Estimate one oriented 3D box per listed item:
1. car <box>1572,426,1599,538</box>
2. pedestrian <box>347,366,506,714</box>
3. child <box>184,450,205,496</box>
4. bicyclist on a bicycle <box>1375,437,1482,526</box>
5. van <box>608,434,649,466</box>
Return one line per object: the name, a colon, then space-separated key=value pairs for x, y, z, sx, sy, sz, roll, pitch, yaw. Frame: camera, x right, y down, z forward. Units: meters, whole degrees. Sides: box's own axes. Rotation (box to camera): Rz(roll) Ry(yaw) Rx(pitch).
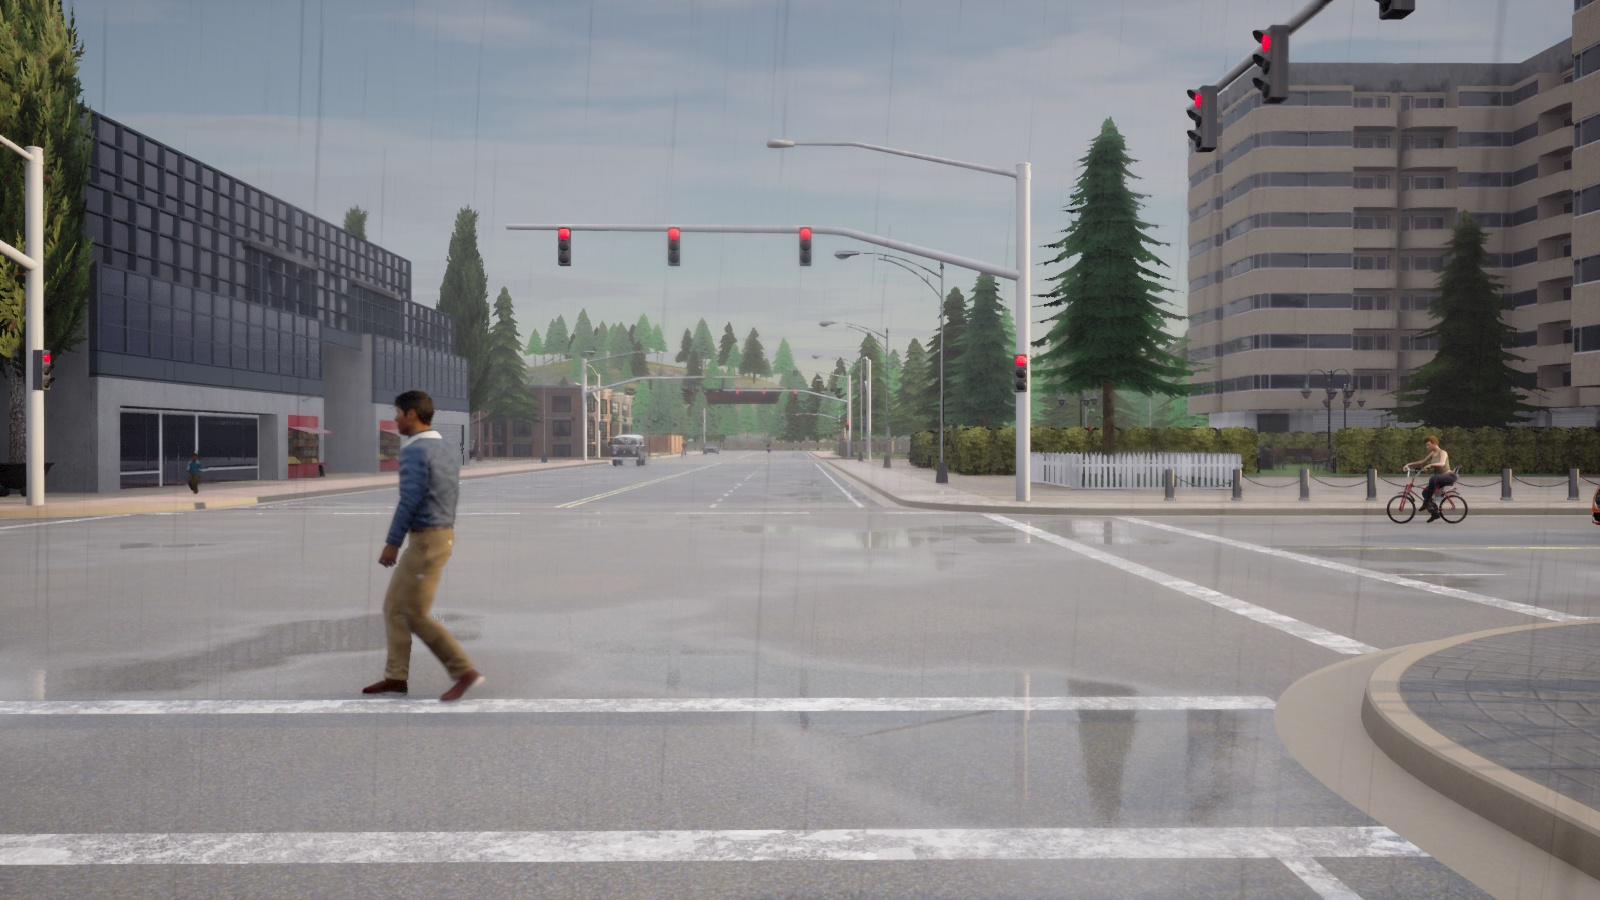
car: x=14.889 y=0.507 z=19.479 sx=4.553 sy=1.767 sz=2.097 roll=0 pitch=0 yaw=0
pedestrian: x=-2.143 y=0.505 z=7.250 sx=0.788 sy=1.949 sz=0.423 roll=0 pitch=0 yaw=2
child: x=-15.849 y=0.587 z=32.870 sx=0.343 sy=1.192 sz=0.448 roll=0 pitch=0 yaw=-3
bicyclist on a bicycle: x=11.464 y=0.563 z=22.946 sx=1.509 sy=1.612 sz=0.866 roll=0 pitch=0 yaw=0
van: x=-11.110 y=0.001 z=81.496 sx=2.069 sy=2.038 sz=4.480 roll=0 pitch=0 yaw=0
